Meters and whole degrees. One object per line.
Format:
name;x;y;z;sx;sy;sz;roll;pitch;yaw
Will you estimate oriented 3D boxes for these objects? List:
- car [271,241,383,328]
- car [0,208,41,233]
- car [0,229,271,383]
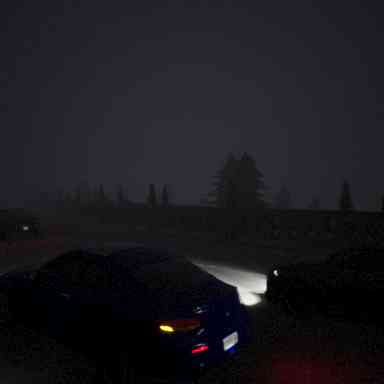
car;3.487;1.586;5.962;4.181;1.385;1.994;0;0;36
car;-9.591;1.559;17.804;1.812;1.442;4.674;0;0;-42
car;-1.358;1.539;5.251;4.674;1.442;1.812;0;0;38
